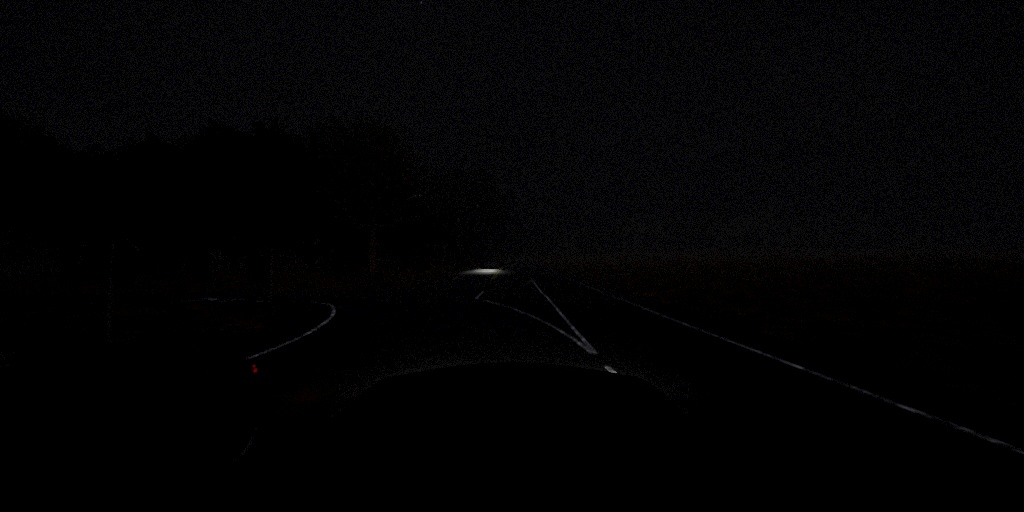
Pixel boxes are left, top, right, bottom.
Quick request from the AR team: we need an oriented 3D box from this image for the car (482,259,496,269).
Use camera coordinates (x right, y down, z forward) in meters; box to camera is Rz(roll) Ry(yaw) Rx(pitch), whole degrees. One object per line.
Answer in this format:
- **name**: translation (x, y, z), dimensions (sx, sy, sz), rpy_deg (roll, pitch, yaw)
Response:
- **car**: translation (-3.538, 1.231, 55.992), dimensions (2.128, 1.511, 4.902), rpy_deg (0, 0, 0)

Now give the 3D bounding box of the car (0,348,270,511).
- **car**: translation (-3.500, 1.320, 2.000), dimensions (1.994, 1.385, 4.181), rpy_deg (0, 0, 0)
